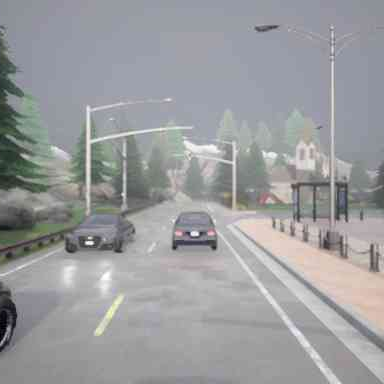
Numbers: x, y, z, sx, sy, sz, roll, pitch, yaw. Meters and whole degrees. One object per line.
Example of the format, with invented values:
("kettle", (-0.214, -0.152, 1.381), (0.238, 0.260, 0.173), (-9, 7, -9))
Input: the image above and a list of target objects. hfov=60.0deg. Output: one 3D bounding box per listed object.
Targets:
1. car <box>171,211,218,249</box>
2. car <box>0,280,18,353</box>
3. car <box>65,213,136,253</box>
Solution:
("car", (0.098, 1.544, 14.445), (2.033, 1.411, 5.357), (0, 0, 0))
("car", (-3.580, 1.564, 3.224), (1.994, 1.385, 4.181), (0, 0, 0))
("car", (-3.525, 1.561, 13.460), (1.994, 1.385, 4.181), (0, 0, 0))
